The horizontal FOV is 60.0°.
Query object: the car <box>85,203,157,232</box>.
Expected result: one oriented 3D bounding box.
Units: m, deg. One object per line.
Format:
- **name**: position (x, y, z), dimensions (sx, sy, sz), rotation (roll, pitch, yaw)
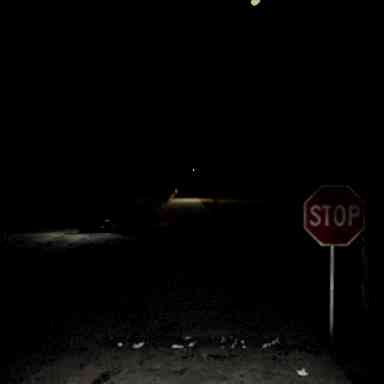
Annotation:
- **car**: position (-4.147, 1.459, 20.146), dimensions (1.882, 1.535, 5.008), rotation (4, 2, 30)
